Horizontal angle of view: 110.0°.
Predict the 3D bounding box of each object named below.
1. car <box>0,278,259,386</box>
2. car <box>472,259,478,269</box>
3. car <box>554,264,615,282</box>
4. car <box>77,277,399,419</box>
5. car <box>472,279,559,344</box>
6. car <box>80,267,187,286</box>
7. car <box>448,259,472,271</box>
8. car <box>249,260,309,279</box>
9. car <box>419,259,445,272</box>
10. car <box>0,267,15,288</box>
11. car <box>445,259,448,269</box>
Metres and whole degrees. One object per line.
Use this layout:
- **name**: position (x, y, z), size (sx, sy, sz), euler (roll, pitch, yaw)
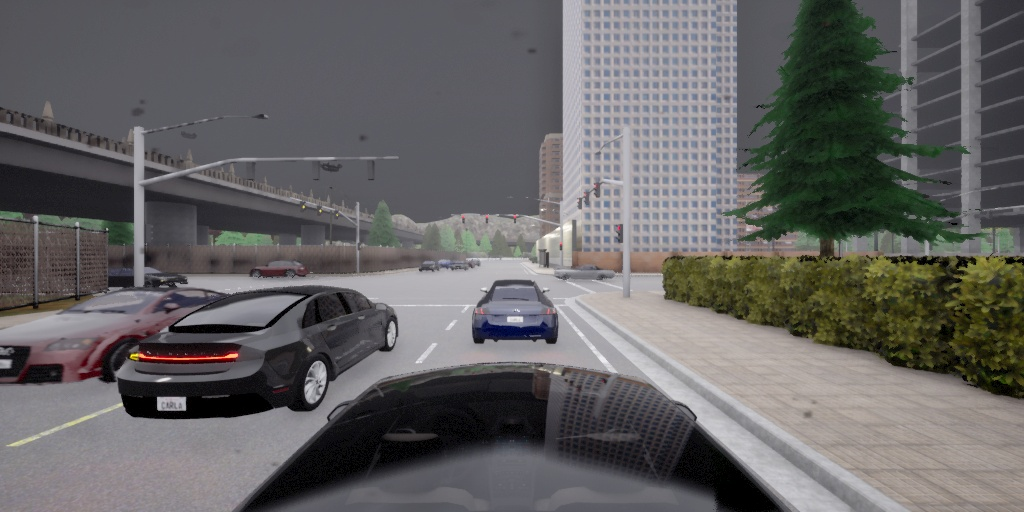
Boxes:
- **car**: position (-7.081, 1.314, 6.964), size (1.994, 1.385, 4.181), euler (0, 0, 0)
- **car**: position (-7.083, 1.351, 57.986), size (1.895, 1.301, 4.718), euler (0, 0, 0)
- **car**: position (5.834, 1.402, 29.390), size (4.718, 1.301, 1.895), euler (0, 0, 0)
- **car**: position (-3.440, 1.255, 6.068), size (1.837, 1.490, 4.892), euler (0, 0, 0)
- **car**: position (0.079, 1.314, 9.611), size (1.994, 1.385, 4.181), euler (0, 0, 0)
- **car**: position (-23.281, 1.353, 22.127), size (5.357, 1.411, 2.033), euler (0, 0, 0)
- **car**: position (-7.085, 1.314, 49.232), size (1.994, 1.385, 4.181), euler (0, 0, 0)
- **car**: position (-21.324, 1.158, 32.832), size (4.553, 1.767, 2.097), euler (0, 0, 0)
- **car**: position (-10.593, 1.297, 46.480), size (2.033, 1.411, 5.357), euler (0, 0, 0)
- **car**: position (-34.444, 1.028, 22.104), size (5.566, 2.045, 2.150), euler (0, 0, 0)
- **car**: position (-10.588, 1.227, 55.930), size (1.882, 1.535, 5.008), euler (0, 0, 0)
